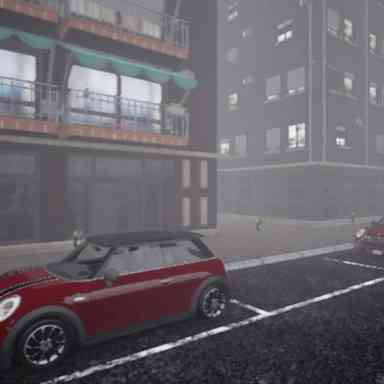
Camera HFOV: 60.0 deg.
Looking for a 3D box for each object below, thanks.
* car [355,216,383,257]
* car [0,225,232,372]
[{"bbox_3d":[7.676,1.445,12.034,4.097,1.590,1.967,0,0,-35],"label":"car"},{"bbox_3d":[-1.345,1.441,5.601,4.097,1.590,1.967,0,0,-35],"label":"car"}]
